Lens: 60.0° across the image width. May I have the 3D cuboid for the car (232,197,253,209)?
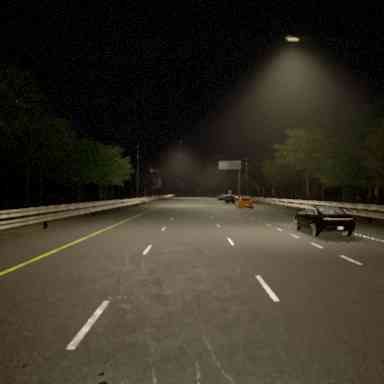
[{"bbox_3d":[7.112,1.530,45.478,1.882,1.535,5.008,0,0,0],"label":"car"}]

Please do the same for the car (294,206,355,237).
[{"bbox_3d":[7.017,1.503,18.120,2.128,1.511,4.902,0,0,0],"label":"car"}]

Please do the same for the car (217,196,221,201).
[{"bbox_3d":[7.395,1.646,85.432,1.895,1.301,4.718,0,0,1],"label":"car"}]

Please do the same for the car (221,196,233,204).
[{"bbox_3d":[7.223,1.560,64.355,1.837,1.490,4.892,0,0,0],"label":"car"}]
